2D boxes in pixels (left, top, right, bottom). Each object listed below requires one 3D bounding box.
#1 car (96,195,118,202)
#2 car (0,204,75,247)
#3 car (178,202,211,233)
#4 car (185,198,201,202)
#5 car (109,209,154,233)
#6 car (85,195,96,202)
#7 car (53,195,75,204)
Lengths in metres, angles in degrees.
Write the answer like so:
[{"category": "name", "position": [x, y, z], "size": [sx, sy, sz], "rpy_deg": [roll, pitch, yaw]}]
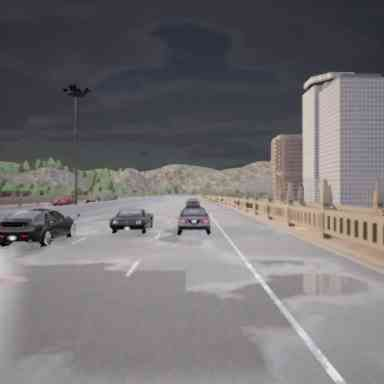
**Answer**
[{"category": "car", "position": [-13.971, 1.459, 56.162], "size": [2.150, 2.045, 5.566], "rpy_deg": [0, 0, 0]}, {"category": "car", "position": [-6.892, 1.517, 15.182], "size": [1.837, 1.490, 4.892], "rpy_deg": [0, 0, 0]}, {"category": "car", "position": [0.109, 1.569, 19.647], "size": [2.033, 1.411, 5.357], "rpy_deg": [0, 0, 0]}, {"category": "car", "position": [0.121, 1.590, 42.629], "size": [1.837, 1.490, 4.892], "rpy_deg": [0, 0, 0]}, {"category": "car", "position": [-3.391, 1.622, 19.607], "size": [1.895, 1.301, 4.718], "rpy_deg": [0, 0, 0]}, {"category": "car", "position": [-17.469, 1.234, 59.195], "size": [1.882, 1.535, 5.008], "rpy_deg": [0, 0, 0]}, {"category": "car", "position": [-20.971, 1.443, 55.166], "size": [2.150, 2.045, 5.566], "rpy_deg": [0, 0, 0]}]
